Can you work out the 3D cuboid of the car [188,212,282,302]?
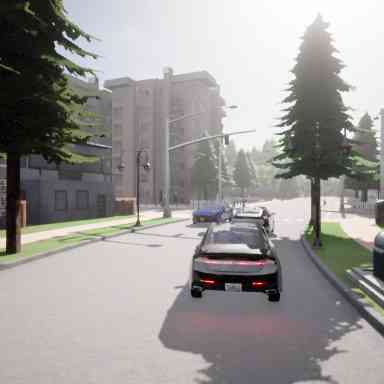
[{"bbox_3d":[1.112,1.492,8.365,2.128,1.511,4.902,0,0,9],"label":"car"}]

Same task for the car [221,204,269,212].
[{"bbox_3d":[3.244,1.493,17.472,2.128,1.511,4.902,0,0,18],"label":"car"}]

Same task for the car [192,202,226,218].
[{"bbox_3d":[1.625,1.517,24.139,1.882,1.535,5.008,0,0,23],"label":"car"}]
